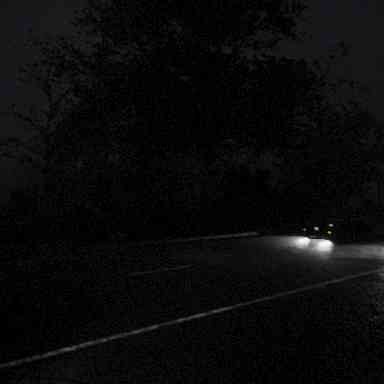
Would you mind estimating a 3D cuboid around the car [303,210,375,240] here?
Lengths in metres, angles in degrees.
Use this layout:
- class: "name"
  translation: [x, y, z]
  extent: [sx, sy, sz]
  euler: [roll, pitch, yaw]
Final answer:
- class: "car"
  translation: [7.929, 1.662, 17.859]
  extent: [4.181, 1.385, 1.994]
  euler: [0, 0, -34]
